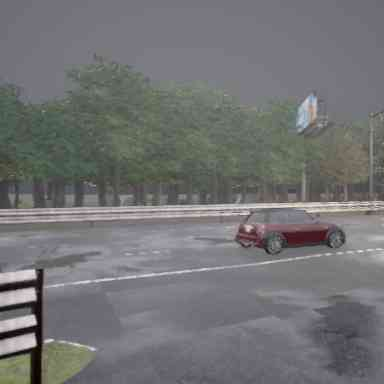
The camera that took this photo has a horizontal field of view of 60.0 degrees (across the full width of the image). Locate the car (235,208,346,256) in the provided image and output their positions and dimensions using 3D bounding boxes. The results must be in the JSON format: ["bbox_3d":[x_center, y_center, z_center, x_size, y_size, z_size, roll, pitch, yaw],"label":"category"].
[{"bbox_3d":[4.171,1.486,13.978,4.553,1.767,2.097,-1,-1,-23],"label":"car"}]
